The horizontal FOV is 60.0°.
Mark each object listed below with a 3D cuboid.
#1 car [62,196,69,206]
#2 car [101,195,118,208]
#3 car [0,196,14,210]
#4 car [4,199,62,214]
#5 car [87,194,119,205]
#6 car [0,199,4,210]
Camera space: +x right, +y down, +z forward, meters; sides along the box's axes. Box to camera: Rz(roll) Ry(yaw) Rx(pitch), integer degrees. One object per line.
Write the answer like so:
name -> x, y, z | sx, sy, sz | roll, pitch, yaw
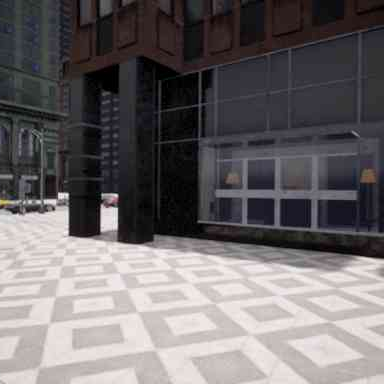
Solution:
car -> -15.986, 1.133, 44.496 | 2.008, 1.369, 4.403 | 2, 2, 36
car -> -8.748, 1.245, 39.963 | 1.802, 1.307, 4.206 | 2, 2, 36
car -> -22.140, 1.234, 35.895 | 1.752, 1.417, 4.829 | 2, 2, 36
car -> -15.007, 1.343, 31.216 | 2.008, 1.369, 4.403 | 2, 2, 36
car -> -12.959, 1.084, 48.726 | 1.947, 1.339, 4.313 | 2, 2, 36
car -> -18.137, 1.419, 26.842 | 1.947, 1.339, 4.313 | 2, 2, 36
